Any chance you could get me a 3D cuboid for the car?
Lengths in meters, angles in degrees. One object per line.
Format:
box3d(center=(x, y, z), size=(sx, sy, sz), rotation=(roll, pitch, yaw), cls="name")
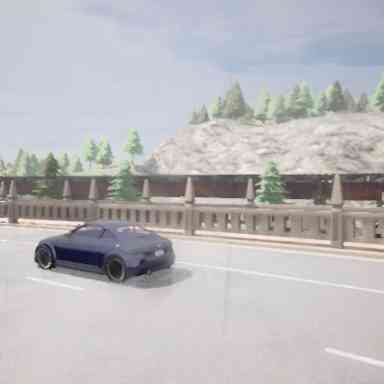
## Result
box3d(center=(-2.546, 1.513, 9.486), size=(4.181, 1.385, 1.994), rotation=(0, 0, 31), cls="car")
